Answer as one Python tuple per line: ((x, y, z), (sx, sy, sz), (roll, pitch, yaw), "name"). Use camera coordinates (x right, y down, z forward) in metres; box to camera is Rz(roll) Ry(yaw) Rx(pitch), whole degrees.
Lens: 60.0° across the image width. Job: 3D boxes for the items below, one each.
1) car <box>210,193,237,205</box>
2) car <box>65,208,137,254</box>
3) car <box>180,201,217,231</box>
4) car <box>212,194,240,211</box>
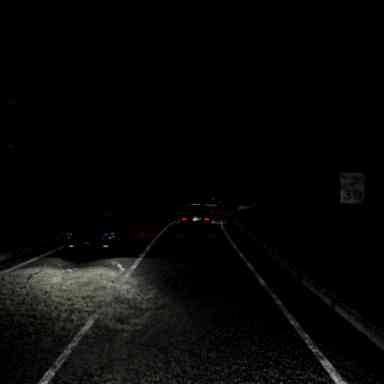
((5.304, 1.162, 55.462), (2.097, 1.767, 4.553), (0, 1, 41), "car")
((-3.519, 1.464, 13.708), (1.882, 1.535, 5.008), (0, 0, 1), "car")
((0.329, 1.526, 20.527), (2.033, 1.411, 5.357), (0, 0, 3), "car")
((4.434, 1.400, 40.151), (2.128, 1.511, 4.902), (0, 0, 21), "car")
